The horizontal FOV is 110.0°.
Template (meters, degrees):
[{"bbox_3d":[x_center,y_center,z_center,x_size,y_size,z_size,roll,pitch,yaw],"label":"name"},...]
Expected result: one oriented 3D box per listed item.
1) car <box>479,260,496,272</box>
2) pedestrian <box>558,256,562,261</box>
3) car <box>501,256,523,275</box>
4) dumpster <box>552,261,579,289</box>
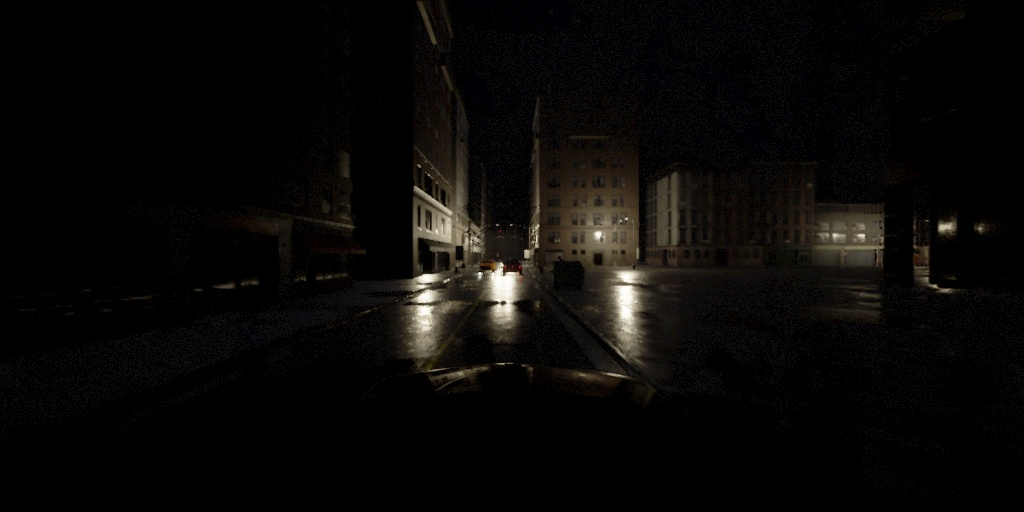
[{"bbox_3d":[-3.033,1.218,45.061,1.882,1.535,5.008,0,0,1],"label":"car"},{"bbox_3d":[3.091,0.888,22.729,0.375,1.860,0.375,0,0,-5],"label":"pedestrian"},{"bbox_3d":[0.072,1.096,39.038,2.097,1.767,4.553,0,0,0],"label":"car"},{"bbox_3d":[3.135,1.142,21.364,1.020,1.700,1.940,0,0,0],"label":"dumpster"}]
